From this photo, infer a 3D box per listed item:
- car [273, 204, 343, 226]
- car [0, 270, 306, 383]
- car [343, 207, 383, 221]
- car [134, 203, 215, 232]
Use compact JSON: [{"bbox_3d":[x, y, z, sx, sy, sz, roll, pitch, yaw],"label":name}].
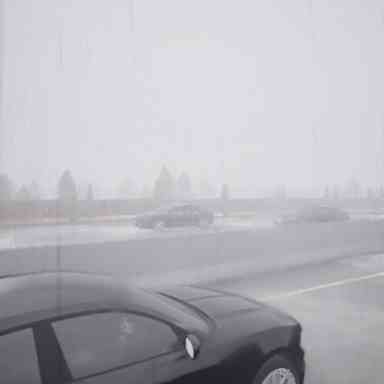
[{"bbox_3d":[7.123,1.459,19.833,4.902,1.511,2.128,0,0,-25],"label":"car"},{"bbox_3d":[-1.082,1.463,2.837,5.008,1.535,1.882,0,0,-35],"label":"car"},{"bbox_3d":[10.606,1.514,17.621,4.674,1.442,1.812,0,0,-24],"label":"car"},{"bbox_3d":[-0.988,1.440,19.568,4.892,1.490,1.837,0,0,-29],"label":"car"}]
